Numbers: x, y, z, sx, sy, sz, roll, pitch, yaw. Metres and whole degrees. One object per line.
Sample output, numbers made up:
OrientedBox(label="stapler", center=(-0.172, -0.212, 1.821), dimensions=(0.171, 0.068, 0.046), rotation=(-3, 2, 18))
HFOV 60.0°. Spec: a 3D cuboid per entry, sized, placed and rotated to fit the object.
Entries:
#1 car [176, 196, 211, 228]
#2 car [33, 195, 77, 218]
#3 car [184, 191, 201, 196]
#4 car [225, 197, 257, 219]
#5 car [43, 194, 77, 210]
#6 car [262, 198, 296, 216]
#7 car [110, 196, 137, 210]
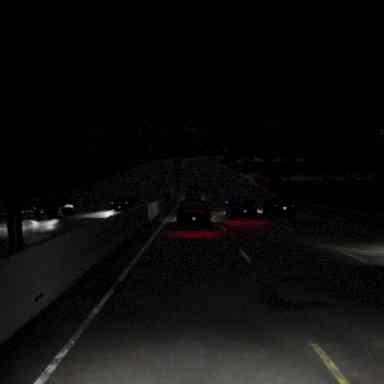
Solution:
OrientedBox(label="car", center=(0.099, 1.199, 19.705), dimensions=(1.882, 1.535, 5.008), rotation=(0, 1, 0))
OrientedBox(label="car", center=(-10.547, 1.127, 25.886), dimensions=(2.128, 1.511, 4.902), rotation=(0, 1, 1))
OrientedBox(label="car", center=(0.098, 0.655, 41.264), dimensions=(2.128, 1.511, 4.902), rotation=(0, 3, 0))
OrientedBox(label="car", center=(3.599, 1.125, 24.951), dimensions=(1.882, 1.535, 5.008), rotation=(0, 0, 0))
OrientedBox(label="car", center=(-14.001, 1.044, 35.524), dimensions=(1.994, 1.385, 4.181), rotation=(0, 2, 0))
OrientedBox(label="car", center=(7.099, 1.176, 27.444), dimensions=(1.994, 1.385, 4.181), rotation=(0, 1, 0))
OrientedBox(label="car", center=(-7.011, 1.075, 34.379), dimensions=(1.895, 1.301, 4.718), rotation=(0, 2, 0))
